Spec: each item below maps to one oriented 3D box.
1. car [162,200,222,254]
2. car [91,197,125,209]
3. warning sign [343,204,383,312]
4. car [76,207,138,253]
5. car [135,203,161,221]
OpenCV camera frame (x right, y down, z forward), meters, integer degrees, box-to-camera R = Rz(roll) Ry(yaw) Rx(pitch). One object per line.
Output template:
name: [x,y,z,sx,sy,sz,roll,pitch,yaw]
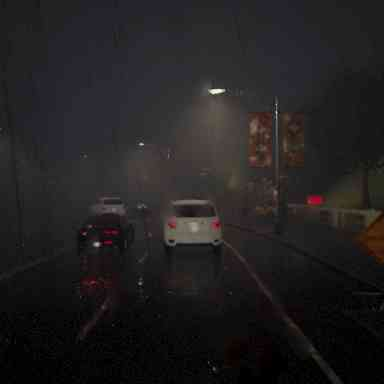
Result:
car: [-0.078,1.352,14.344,2.150,2.045,5.566,0,0,-4]
car: [-7.431,1.493,29.218,2.150,2.045,5.566,0,0,-25]
warning sign: [3.781,1.176,6.370,1.300,1.860,1.060,0,-1,0]
car: [-3.606,1.645,14.415,1.837,1.490,4.892,0,0,-4]
car: [-4.392,1.784,30.936,2.128,1.511,4.902,0,-1,-26]
